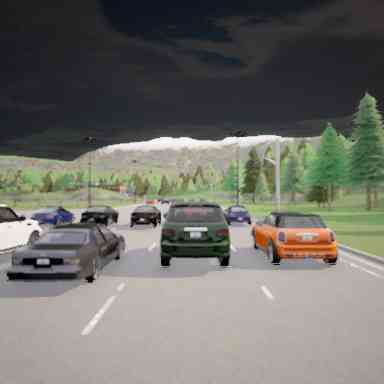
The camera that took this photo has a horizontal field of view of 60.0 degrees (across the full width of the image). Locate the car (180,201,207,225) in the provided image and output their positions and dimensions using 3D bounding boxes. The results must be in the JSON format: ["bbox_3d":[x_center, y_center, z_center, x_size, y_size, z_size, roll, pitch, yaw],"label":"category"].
[{"bbox_3d":[0.106,1.669,27.679,2.097,1.767,4.553,0,-1,0],"label":"car"}]

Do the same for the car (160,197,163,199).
[{"bbox_3d":[-6.987,2.550,89.590,1.812,1.442,4.674,0,-1,0],"label":"car"}]

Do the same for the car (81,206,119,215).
[{"bbox_3d":[-6.895,1.770,25.403,1.882,1.535,5.008,0,0,0],"label":"car"}]

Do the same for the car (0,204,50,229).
[{"bbox_3d":[-6.901,1.347,10.615,2.150,2.045,5.566,0,0,0],"label":"car"}]

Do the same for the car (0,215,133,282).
[{"bbox_3d":[-3.402,1.665,10.110,2.033,1.411,5.357,0,-1,0],"label":"car"}]

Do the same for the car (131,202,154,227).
[{"bbox_3d":[-3.396,1.767,25.226,1.882,1.535,5.008,0,0,0],"label":"car"}]

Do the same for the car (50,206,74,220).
[{"bbox_3d":[-10.394,1.814,25.047,1.812,1.442,4.674,0,0,0],"label":"car"}]

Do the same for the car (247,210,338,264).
[{"bbox_3d":[3.601,1.496,12.489,2.097,1.767,4.553,0,-1,0],"label":"car"}]

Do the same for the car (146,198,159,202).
[{"bbox_3d":[-10.487,2.337,85.713,2.097,1.767,4.553,0,-1,0],"label":"car"}]

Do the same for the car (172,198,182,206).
[{"bbox_3d":[-3.489,2.253,78.393,2.097,1.767,4.553,0,-1,0],"label":"car"}]

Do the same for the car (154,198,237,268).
[{"bbox_3d":[0.101,1.357,12.047,2.150,2.045,5.566,0,-1,0],"label":"car"}]

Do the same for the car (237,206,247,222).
[{"bbox_3d":[3.603,1.835,26.939,1.812,1.442,4.674,0,0,0],"label":"car"}]

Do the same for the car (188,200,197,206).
[{"bbox_3d":[0.010,2.427,72.622,1.895,1.301,4.718,0,-1,0],"label":"car"}]
